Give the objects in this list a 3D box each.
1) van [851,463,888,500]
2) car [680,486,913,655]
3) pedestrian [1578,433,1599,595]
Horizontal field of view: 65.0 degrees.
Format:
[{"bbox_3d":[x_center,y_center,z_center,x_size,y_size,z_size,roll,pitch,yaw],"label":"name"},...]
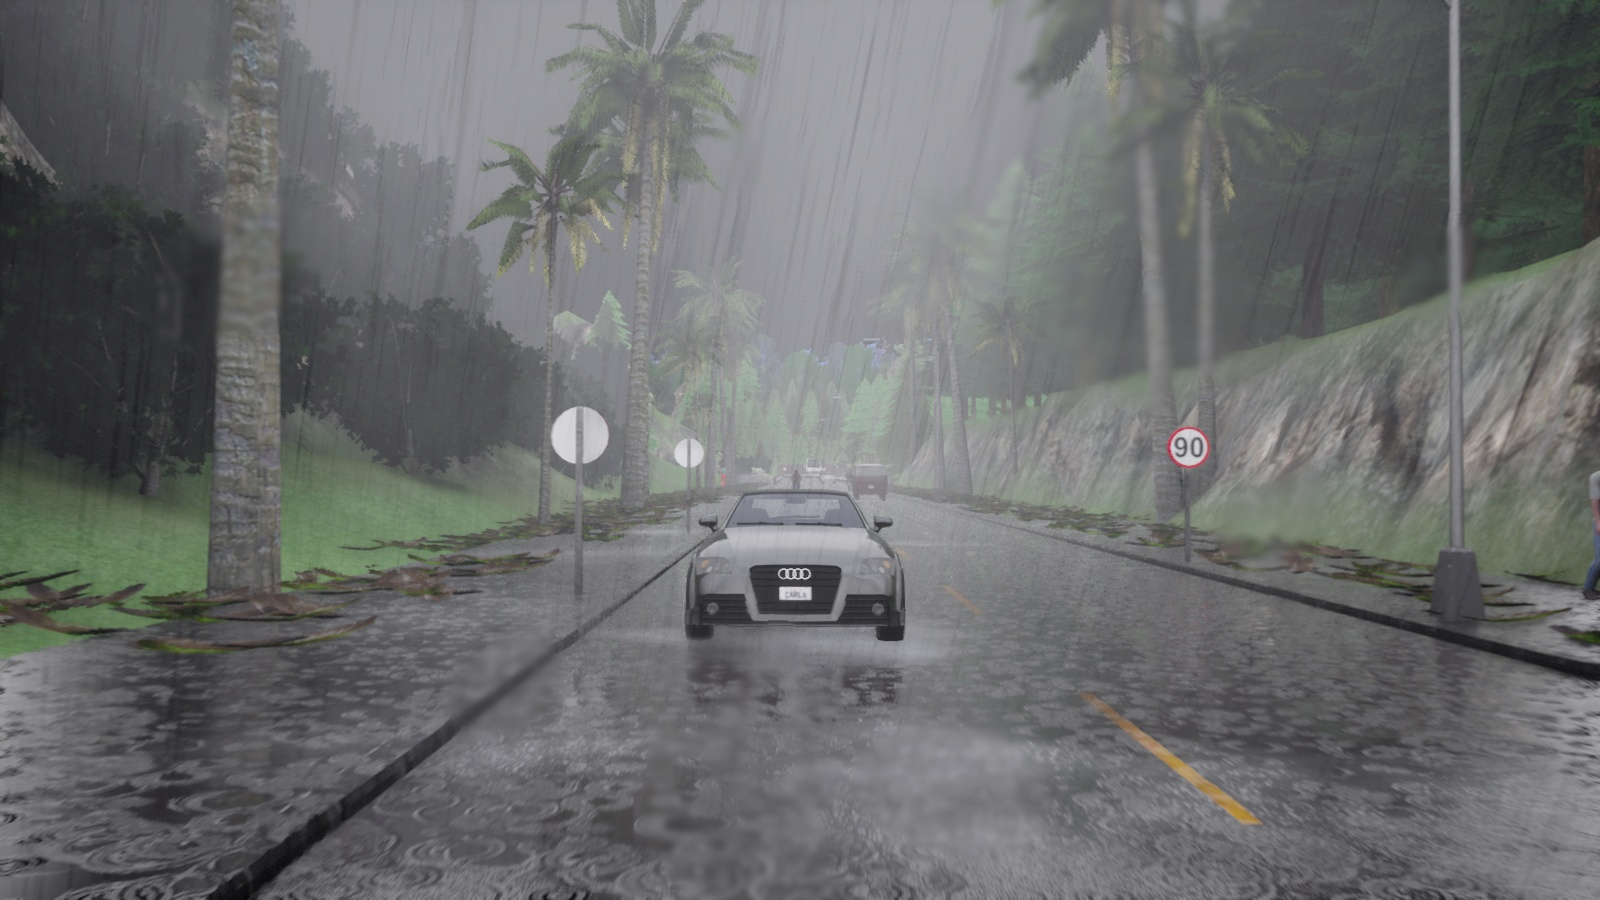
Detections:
[{"bbox_3d":[3.810,1.713,69.339,1.775,1.987,4.442,0,-1,0],"label":"van"},{"bbox_3d":[-0.035,1.094,12.859,1.994,1.385,4.181,0,-1,0],"label":"car"},{"bbox_3d":[9.280,0.727,14.316,0.354,1.836,0.706,0,-1,0],"label":"pedestrian"}]
